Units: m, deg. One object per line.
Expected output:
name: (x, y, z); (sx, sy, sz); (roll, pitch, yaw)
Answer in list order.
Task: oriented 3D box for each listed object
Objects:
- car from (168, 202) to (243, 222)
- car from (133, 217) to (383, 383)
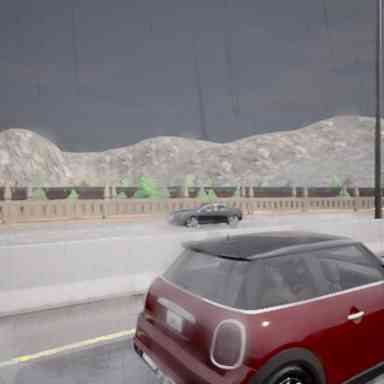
car: (0.885, 1.401, 20.544); (4.902, 1.511, 2.128); (0, 0, -28)
car: (1.600, 1.332, 4.558); (4.553, 1.767, 2.097); (0, 0, -33)
